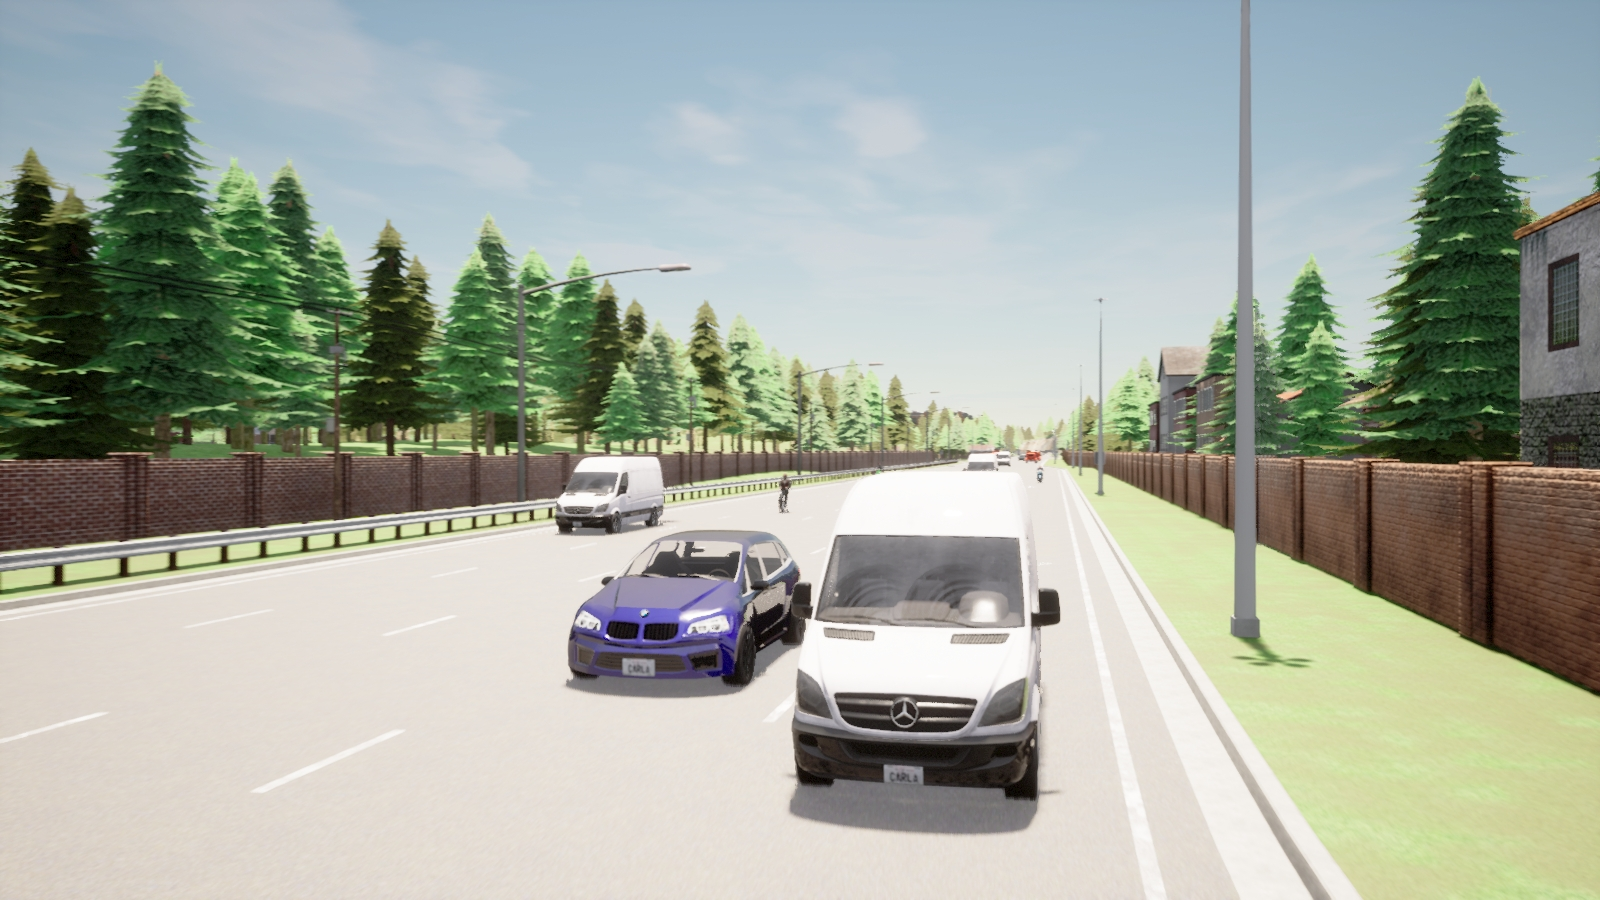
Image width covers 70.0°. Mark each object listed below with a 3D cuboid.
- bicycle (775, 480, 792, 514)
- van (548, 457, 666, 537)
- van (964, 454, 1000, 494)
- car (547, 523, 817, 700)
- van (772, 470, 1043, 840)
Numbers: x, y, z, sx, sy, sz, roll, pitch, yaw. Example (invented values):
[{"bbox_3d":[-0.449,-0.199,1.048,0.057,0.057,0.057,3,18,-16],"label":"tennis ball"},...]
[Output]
[{"bbox_3d":[-0.719,2.059,50.392,0.329,1.471,1.835,0,0,12],"label":"bicycle"},{"bbox_3d":[-6.609,1.531,40.007,1.988,2.561,5.915,0,0,13],"label":"van"},{"bbox_3d":[12.075,1.539,75.694,1.988,2.561,5.915,0,0,12],"label":"van"},{"bbox_3d":[-1.343,1.967,15.268,2.242,1.667,4.611,0,0,13],"label":"car"},{"bbox_3d":[1.386,1.535,11.360,1.988,2.561,5.915,0,0,12],"label":"van"}]
